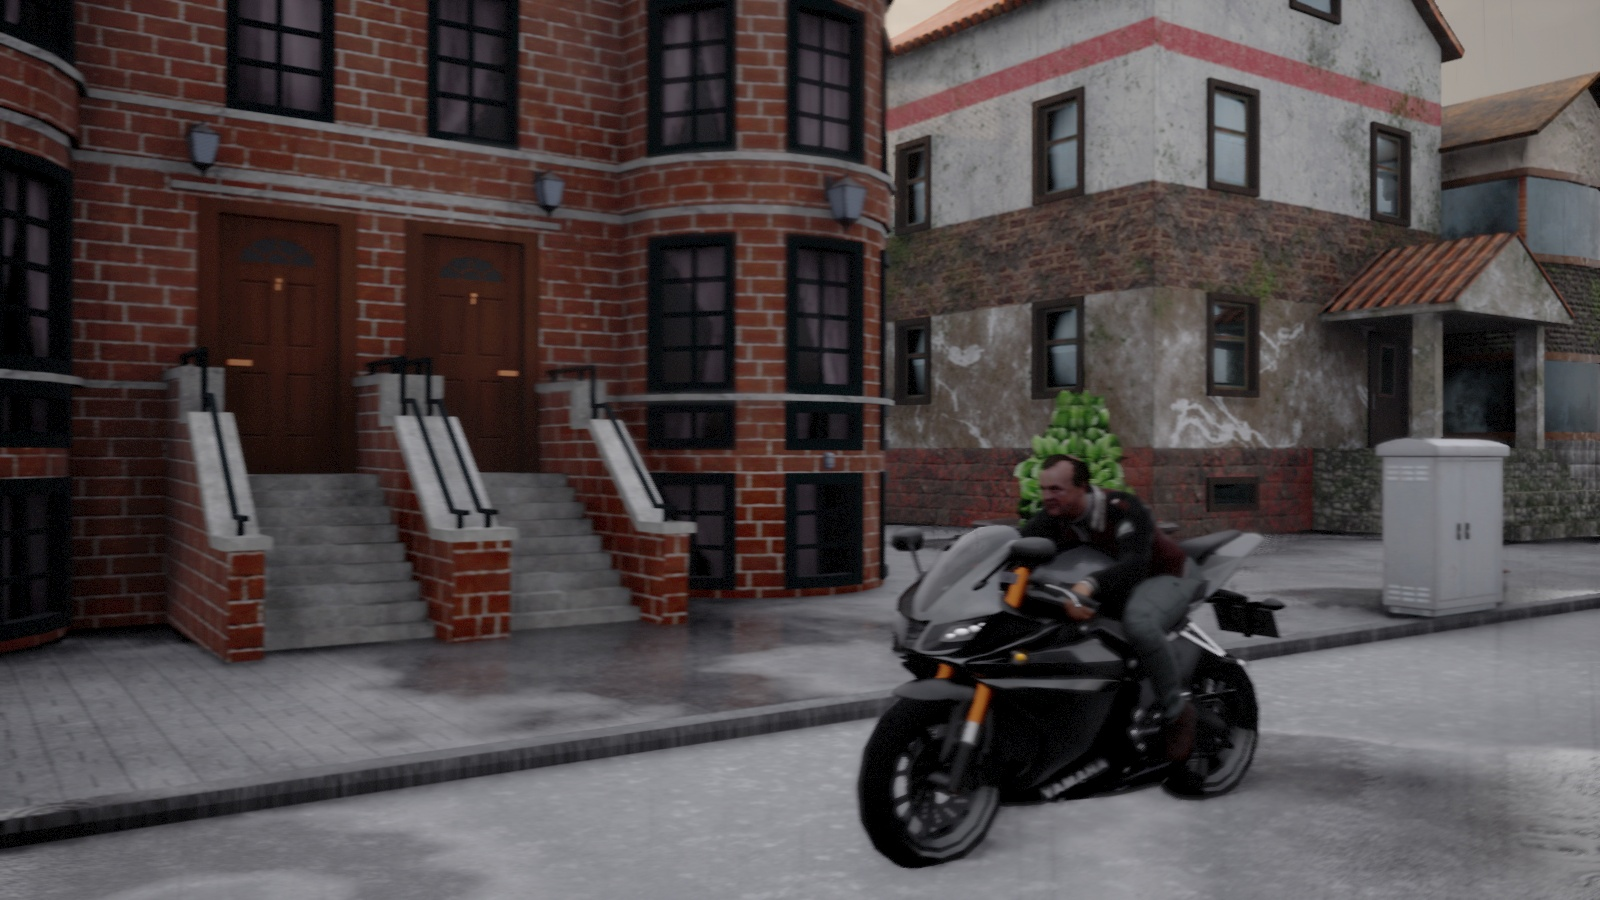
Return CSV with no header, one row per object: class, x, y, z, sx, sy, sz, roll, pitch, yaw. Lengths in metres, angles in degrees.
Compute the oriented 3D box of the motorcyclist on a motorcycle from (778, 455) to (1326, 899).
motorcyclist on a motorcycle,1.066,0.790,5.012,2.191,1.530,0.866,0,0,-35
